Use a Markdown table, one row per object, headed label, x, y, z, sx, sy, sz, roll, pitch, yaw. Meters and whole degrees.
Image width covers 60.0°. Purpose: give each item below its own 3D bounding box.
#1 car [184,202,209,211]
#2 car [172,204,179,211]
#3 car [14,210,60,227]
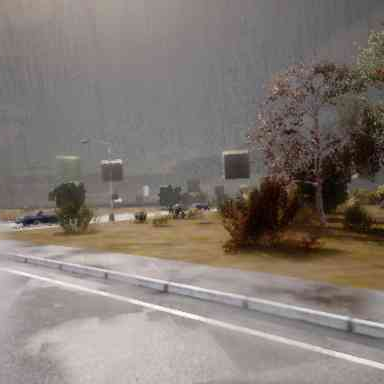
| label | x | y | z | sx | sy | sz | roll | pitch | yaw |
| --- | --- | --- | --- | --- | --- | --- | --- | --- | --- |
| car | 1.427 | 2.303 | 50.953 | 2.033 | 1.411 | 5.357 | -4 | -2 | 32 |
| car | -2.811 | 3.057 | 63.906 | 1.994 | 1.385 | 4.181 | -4 | -2 | 32 |
| car | -12.585 | 2.238 | 28.791 | 1.895 | 1.301 | 4.718 | -4 | -2 | 35 |
